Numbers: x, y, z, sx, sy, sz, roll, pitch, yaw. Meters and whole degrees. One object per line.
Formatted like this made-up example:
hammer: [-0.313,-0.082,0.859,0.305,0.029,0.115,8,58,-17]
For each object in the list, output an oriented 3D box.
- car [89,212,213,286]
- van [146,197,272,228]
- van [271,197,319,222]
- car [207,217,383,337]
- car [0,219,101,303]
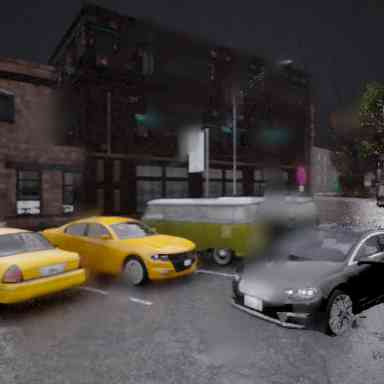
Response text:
car: [-2.183,1.468,9.416,5.008,1.535,2.097,-1,-1,34]
van: [0.128,1.218,11.246,4.442,1.987,1.878,-1,0,34]
van: [2.545,1.192,13.025,4.442,1.987,1.878,-1,0,34]
car: [2.935,1.453,6.673,4.902,1.511,2.128,-1,0,-36]
car: [-4.753,1.485,7.734,5.366,1.575,1.946,-1,-1,34]
